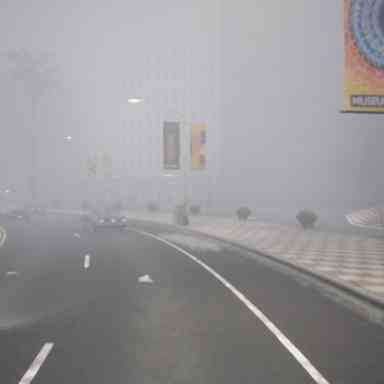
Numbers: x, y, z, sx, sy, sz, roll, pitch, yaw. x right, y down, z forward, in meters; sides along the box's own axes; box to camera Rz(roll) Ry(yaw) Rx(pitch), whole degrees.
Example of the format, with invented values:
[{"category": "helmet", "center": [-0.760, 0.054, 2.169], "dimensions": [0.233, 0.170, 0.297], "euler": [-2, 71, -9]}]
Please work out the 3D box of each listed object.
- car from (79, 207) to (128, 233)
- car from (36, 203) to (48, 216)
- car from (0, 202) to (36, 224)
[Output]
[{"category": "car", "center": [-5.505, 1.617, 20.235], "dimensions": [2.033, 1.411, 5.357], "euler": [0, 0, -29]}, {"category": "car", "center": [-16.462, 1.711, 33.262], "dimensions": [5.357, 1.411, 2.033], "euler": [0, 0, 39]}, {"category": "car", "center": [-14.149, 1.662, 26.184], "dimensions": [1.812, 1.442, 4.674], "euler": [0, 0, -41]}]
